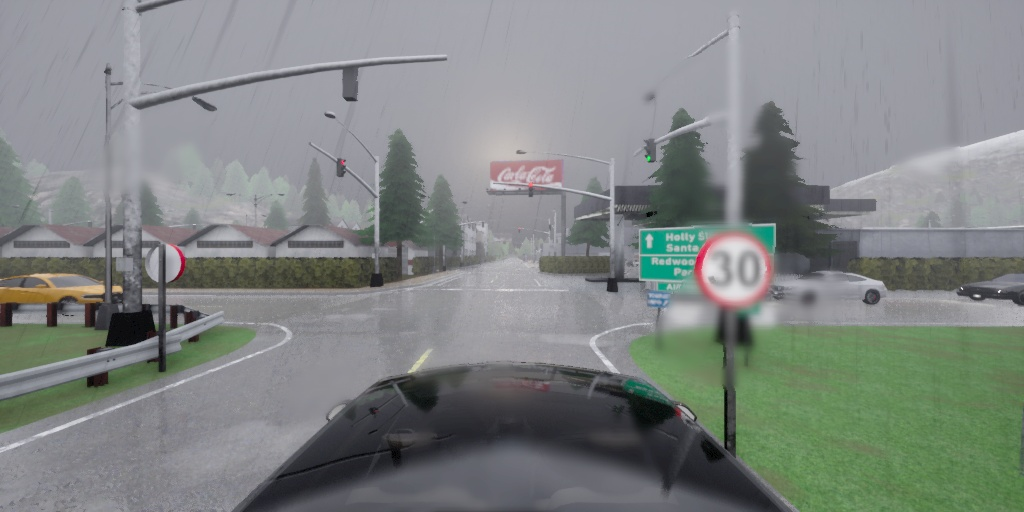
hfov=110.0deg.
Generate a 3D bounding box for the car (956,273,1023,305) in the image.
[{"bbox_3d":[24.512,1.489,16.807,5.357,1.411,2.033,0,0,1],"label":"car"}]

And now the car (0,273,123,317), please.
[{"bbox_3d":[-17.443,1.419,13.750,5.008,1.535,1.882,0,0,1],"label":"car"}]

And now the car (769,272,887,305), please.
[{"bbox_3d":[14.857,1.467,16.935,4.674,1.442,1.812,0,0,0],"label":"car"}]
